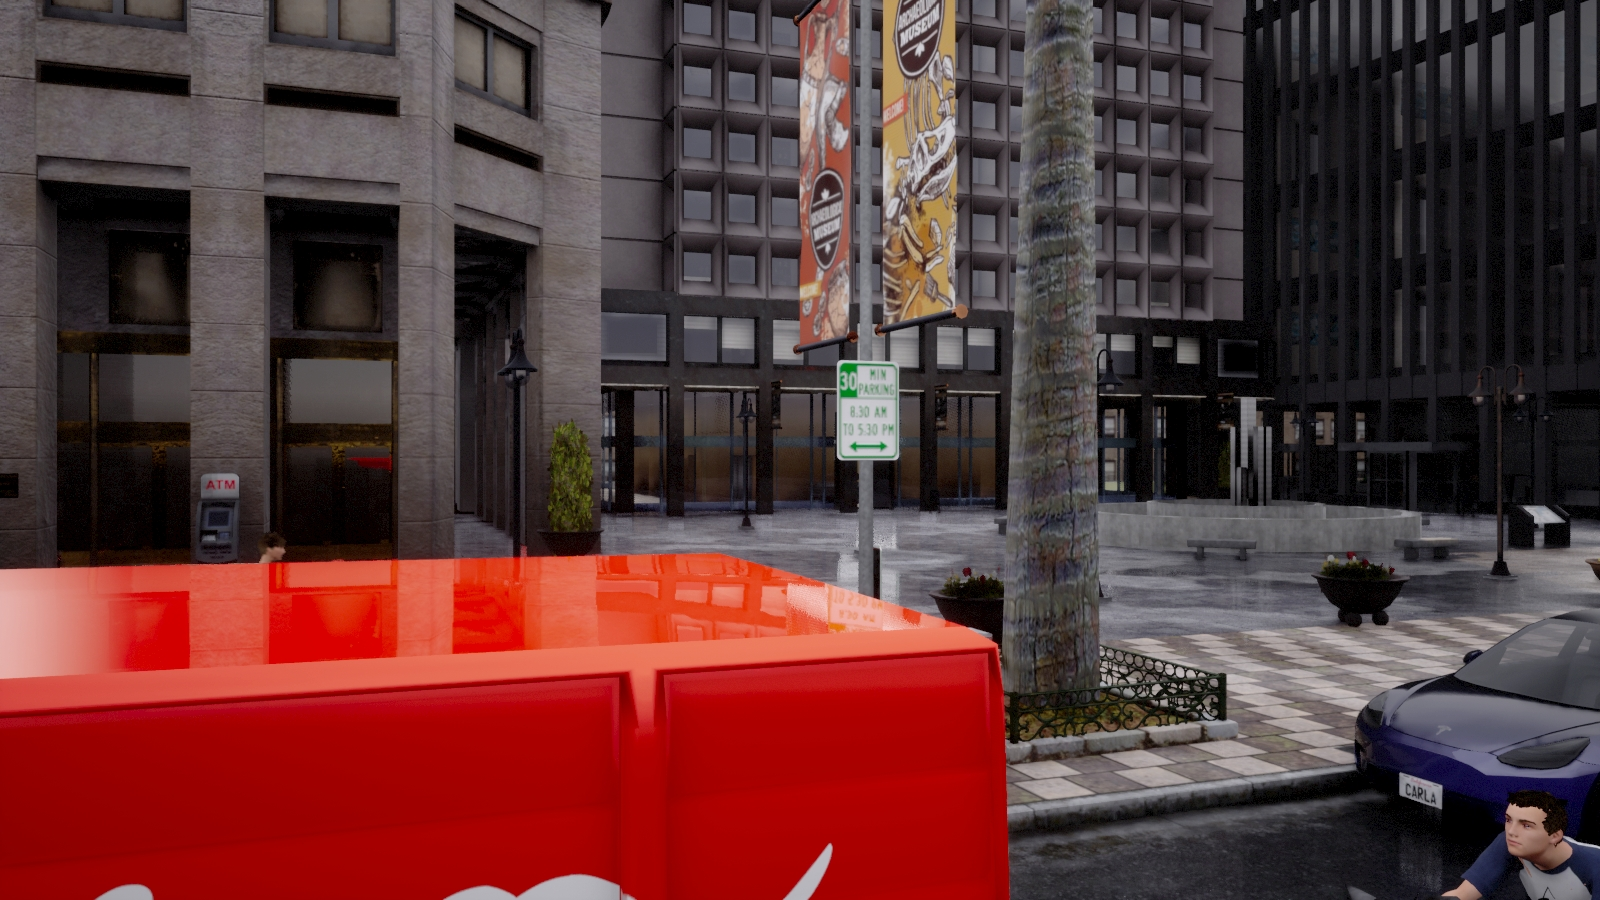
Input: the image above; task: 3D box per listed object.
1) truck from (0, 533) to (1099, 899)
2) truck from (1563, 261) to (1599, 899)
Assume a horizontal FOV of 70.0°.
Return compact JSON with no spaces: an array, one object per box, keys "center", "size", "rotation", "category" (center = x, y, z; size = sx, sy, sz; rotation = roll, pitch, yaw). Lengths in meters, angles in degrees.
[{"center":[-2.337,1.568,2.464],"size":[5.204,2.467,2.627],"rotation":[0,0,-20],"category":"truck"},{"center":[8.736,0.895,6.469],"size":[8.468,3.827,2.891],"rotation":[0,0,-20],"category":"truck"}]
